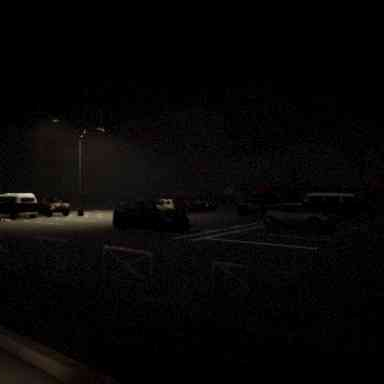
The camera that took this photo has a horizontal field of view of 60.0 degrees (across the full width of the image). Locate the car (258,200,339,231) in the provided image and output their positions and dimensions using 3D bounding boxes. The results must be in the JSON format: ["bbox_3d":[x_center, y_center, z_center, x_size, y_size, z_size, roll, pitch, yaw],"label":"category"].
[{"bbox_3d":[6.171,1.417,19.378,3.806,1.475,1.970,0,0,36],"label":"car"}]

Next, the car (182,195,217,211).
[{"bbox_3d":[0.487,1.227,37.434,4.605,1.855,1.932,0,0,36],"label":"car"}]

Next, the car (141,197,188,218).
[{"bbox_3d":[-2.727,1.469,32.874,3.806,1.475,1.970,0,0,36],"label":"car"}]

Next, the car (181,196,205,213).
[{"bbox_3d":[-1.037,1.437,35.225,3.905,1.438,1.784,0,0,36],"label":"car"}]

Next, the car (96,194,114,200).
[{"bbox_3d":[-24.230,1.370,92.407,1.932,1.855,4.605,0,0,36],"label":"car"}]

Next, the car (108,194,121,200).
[{"bbox_3d":[-20.979,1.523,89.254,1.851,1.617,3.988,0,0,36],"label":"car"}]

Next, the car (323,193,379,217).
[{"bbox_3d":[15.957,1.175,33.153,4.605,1.855,1.932,0,0,36],"label":"car"}]

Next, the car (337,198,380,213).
[{"bbox_3d":[17.700,1.385,35.467,3.905,1.438,1.784,0,0,36],"label":"car"}]
